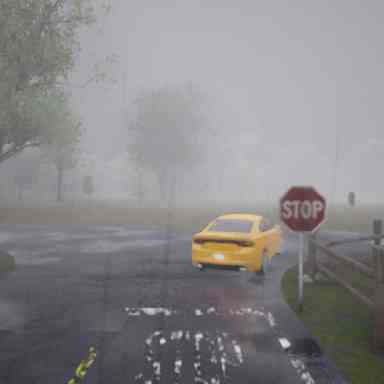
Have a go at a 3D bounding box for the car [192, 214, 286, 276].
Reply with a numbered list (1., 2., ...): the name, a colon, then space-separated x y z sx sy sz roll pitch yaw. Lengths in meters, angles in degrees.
1. car: 1.658 1.443 10.519 1.882 1.535 5.008 0 0 23
